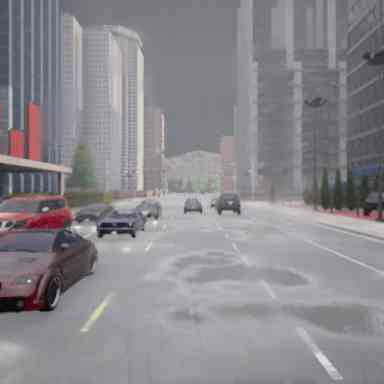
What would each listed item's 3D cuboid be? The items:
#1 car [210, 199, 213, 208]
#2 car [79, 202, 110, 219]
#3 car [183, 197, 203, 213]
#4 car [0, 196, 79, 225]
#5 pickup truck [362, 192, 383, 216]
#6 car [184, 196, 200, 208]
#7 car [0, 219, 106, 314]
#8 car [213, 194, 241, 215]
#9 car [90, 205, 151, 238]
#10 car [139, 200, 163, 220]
[{"bbox_3d":[3.519,1.517,46.526,1.895,1.301,4.718,0,0,0],"label":"car"},{"bbox_3d":[-7.073,1.502,25.118,2.033,1.411,5.357,0,0,0],"label":"car"},{"bbox_3d":[0.105,1.501,35.350,1.994,1.385,4.181,0,0,0],"label":"car"},{"bbox_3d":[-7.079,1.195,14.457,2.150,2.045,5.566,0,0,1],"label":"car"},{"bbox_3d":[16.621,1.006,29.400,2.390,2.098,6.274,0,0,31],"label":"pickup truck"},{"bbox_3d":[0.030,1.405,47.946,2.128,1.511,4.902,0,0,0],"label":"car"},{"bbox_3d":[-3.581,1.550,7.548,1.994,1.385,4.181,0,0,0],"label":"car"},{"bbox_3d":[3.601,1.163,33.587,2.150,2.045,5.566,0,0,0],"label":"car"},{"bbox_3d":[-3.573,1.569,17.562,1.895,1.301,4.718,0,0,0],"label":"car"},{"bbox_3d":[-3.565,1.441,27.979,2.128,1.511,4.902,0,0,0],"label":"car"}]
